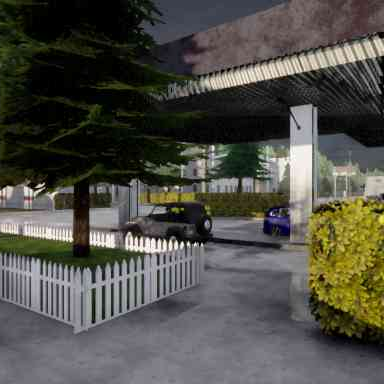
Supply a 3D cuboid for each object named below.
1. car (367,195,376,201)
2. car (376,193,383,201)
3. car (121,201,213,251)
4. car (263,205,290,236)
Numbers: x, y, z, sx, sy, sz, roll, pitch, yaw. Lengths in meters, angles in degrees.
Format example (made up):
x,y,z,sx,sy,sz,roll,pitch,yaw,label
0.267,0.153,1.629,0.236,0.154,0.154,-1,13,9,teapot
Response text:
x,y,z,sx,sy,sz,roll,pitch,yaw,label
33.007,1.298,60.284,2.007,1.523,4.514,0,0,35,car
25.742,1.077,43.543,1.905,1.878,3.866,0,0,35,car
-1.014,1.313,13.860,3.866,1.878,1.905,0,0,35,car
5.787,1.480,16.009,4.611,1.667,2.242,0,0,35,car
